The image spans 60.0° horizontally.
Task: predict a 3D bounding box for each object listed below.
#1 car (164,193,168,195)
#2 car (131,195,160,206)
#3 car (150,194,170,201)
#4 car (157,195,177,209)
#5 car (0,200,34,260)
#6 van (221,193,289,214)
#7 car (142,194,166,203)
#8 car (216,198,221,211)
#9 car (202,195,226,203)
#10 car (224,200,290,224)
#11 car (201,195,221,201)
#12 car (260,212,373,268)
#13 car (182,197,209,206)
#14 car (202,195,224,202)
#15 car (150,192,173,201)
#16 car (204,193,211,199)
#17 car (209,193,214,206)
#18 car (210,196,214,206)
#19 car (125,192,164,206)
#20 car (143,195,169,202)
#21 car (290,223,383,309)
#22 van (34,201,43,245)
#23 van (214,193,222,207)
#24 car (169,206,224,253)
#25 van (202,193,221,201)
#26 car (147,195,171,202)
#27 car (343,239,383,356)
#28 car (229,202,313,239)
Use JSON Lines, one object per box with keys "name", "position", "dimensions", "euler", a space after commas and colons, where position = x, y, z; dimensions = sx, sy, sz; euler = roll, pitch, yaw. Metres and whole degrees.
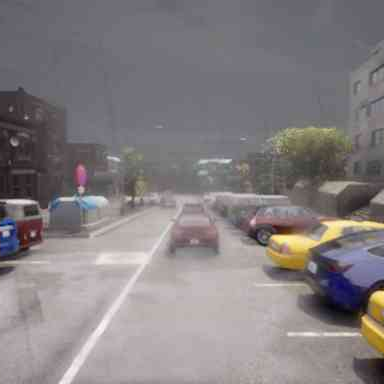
{"name": "car", "position": [-7.672, 1.479, 63.986], "dimensions": [4.792, 1.488, 2.163], "euler": [0, 0, 0]}
{"name": "car", "position": [-7.617, 1.328, 55.046], "dimensions": [4.553, 1.767, 2.185], "euler": [0, 0, 0]}
{"name": "car", "position": [-7.604, 1.312, 78.681], "dimensions": [4.553, 1.767, 2.185], "euler": [0, 0, 0]}
{"name": "car", "position": [-3.062, 1.471, 44.526], "dimensions": [2.128, 1.511, 4.902], "euler": [0, 0, 0]}
{"name": "car", "position": [-7.703, 1.224, 9.001], "dimensions": [5.566, 2.045, 2.435], "euler": [0, 0, 0]}
{"name": "van", "position": [4.547, 1.243, 23.240], "dimensions": [4.442, 1.987, 1.878], "euler": [0, 0, 0]}
{"name": "car", "position": [-7.673, 1.322, 66.924], "dimensions": [4.553, 1.767, 2.185], "euler": [0, 0, 0]}
{"name": "car", "position": [4.660, 1.467, 26.158], "dimensions": [5.008, 1.535, 2.097], "euler": [0, 0, 0]}
{"name": "car", "position": [4.685, 1.447, 70.856], "dimensions": [4.892, 1.521, 2.231], "euler": [0, 0, 0]}
{"name": "car", "position": [4.668, 1.471, 20.446], "dimensions": [4.892, 1.521, 2.231], "euler": [0, 0, 0]}
{"name": "car", "position": [4.691, 1.409, 81.919], "dimensions": [4.892, 1.521, 2.231], "euler": [0, 1, 0]}
{"name": "car", "position": [4.841, 1.473, 9.271], "dimensions": [5.366, 1.575, 1.946], "euler": [0, 0, 0]}
{"name": "car", "position": [0.104, 1.477, 29.819], "dimensions": [2.128, 1.511, 4.902], "euler": [0, 0, 0]}
{"name": "car", "position": [4.700, 1.445, 76.316], "dimensions": [4.892, 1.521, 2.231], "euler": [0, 0, 0]}
{"name": "car", "position": [-7.603, 1.113, 84.453], "dimensions": [5.566, 2.045, 2.435], "euler": [0, 1, 0]}
{"name": "car", "position": [4.702, 1.208, 42.796], "dimensions": [5.566, 2.045, 2.435], "euler": [0, 0, 0]}
{"name": "car", "position": [4.642, 1.335, 40.001], "dimensions": [4.553, 1.767, 2.185], "euler": [0, 0, 0]}
{"name": "car", "position": [4.700, 1.492, 37.210], "dimensions": [4.792, 1.488, 2.163], "euler": [0, 0, 0]}
{"name": "car", "position": [-7.678, 1.203, 52.233], "dimensions": [5.566, 2.045, 2.435], "euler": [0, 0, 0]}
{"name": "car", "position": [-7.823, 1.442, 72.800], "dimensions": [5.366, 1.575, 1.946], "euler": [0, 0, 0]}
{"name": "car", "position": [4.683, 1.507, 6.479], "dimensions": [4.792, 1.488, 2.163], "euler": [0, 0, 0]}
{"name": "van", "position": [-7.790, 1.248, 11.793], "dimensions": [4.442, 1.987, 1.878], "euler": [0, 0, 0]}
{"name": "van", "position": [4.787, 1.238, 34.414], "dimensions": [4.442, 1.987, 1.878], "euler": [0, 0, 0]}
{"name": "car", "position": [0.092, 1.519, 13.583], "dimensions": [1.812, 1.442, 4.674], "euler": [0, 0, 0]}
{"name": "van", "position": [4.579, 1.210, 79.109], "dimensions": [4.442, 1.987, 1.878], "euler": [0, 1, 0]}
{"name": "car", "position": [-7.451, 1.440, 75.740], "dimensions": [5.366, 1.575, 1.946], "euler": [0, 0, 0]}
{"name": "car", "position": [4.838, 1.475, 3.684], "dimensions": [5.366, 1.575, 1.946], "euler": [0, 0, 0]}
{"name": "car", "position": [4.654, 1.473, 17.652], "dimensions": [4.892, 1.521, 2.231], "euler": [0, 0, 0]}
